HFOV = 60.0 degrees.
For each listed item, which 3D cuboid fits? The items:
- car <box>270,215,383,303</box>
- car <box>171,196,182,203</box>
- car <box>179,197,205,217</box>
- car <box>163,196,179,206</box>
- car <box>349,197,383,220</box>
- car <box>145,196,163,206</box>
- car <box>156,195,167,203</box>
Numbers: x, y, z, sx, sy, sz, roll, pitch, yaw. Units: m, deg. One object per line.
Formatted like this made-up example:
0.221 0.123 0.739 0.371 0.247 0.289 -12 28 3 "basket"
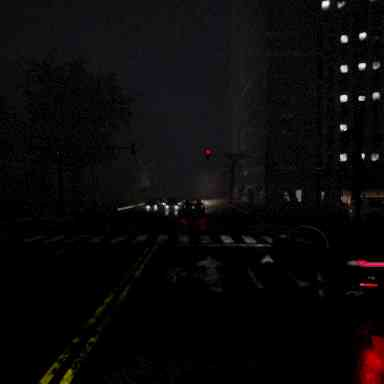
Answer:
3.400 1.490 8.220 2.128 1.511 4.902 0 0 -4 "car"
-3.234 1.602 70.444 1.994 1.385 4.181 0 0 0 "car"
0.123 1.345 31.281 2.097 1.767 4.553 1 0 0 "car"
-3.293 1.534 55.561 1.837 1.490 4.892 0 0 1 "car"
13.719 1.388 22.587 5.566 2.045 2.150 0 0 12 "car"
-6.543 1.593 55.605 1.994 1.385 4.181 0 0 1 "car"
-6.484 1.527 70.503 1.882 1.535 5.008 0 0 0 "car"
